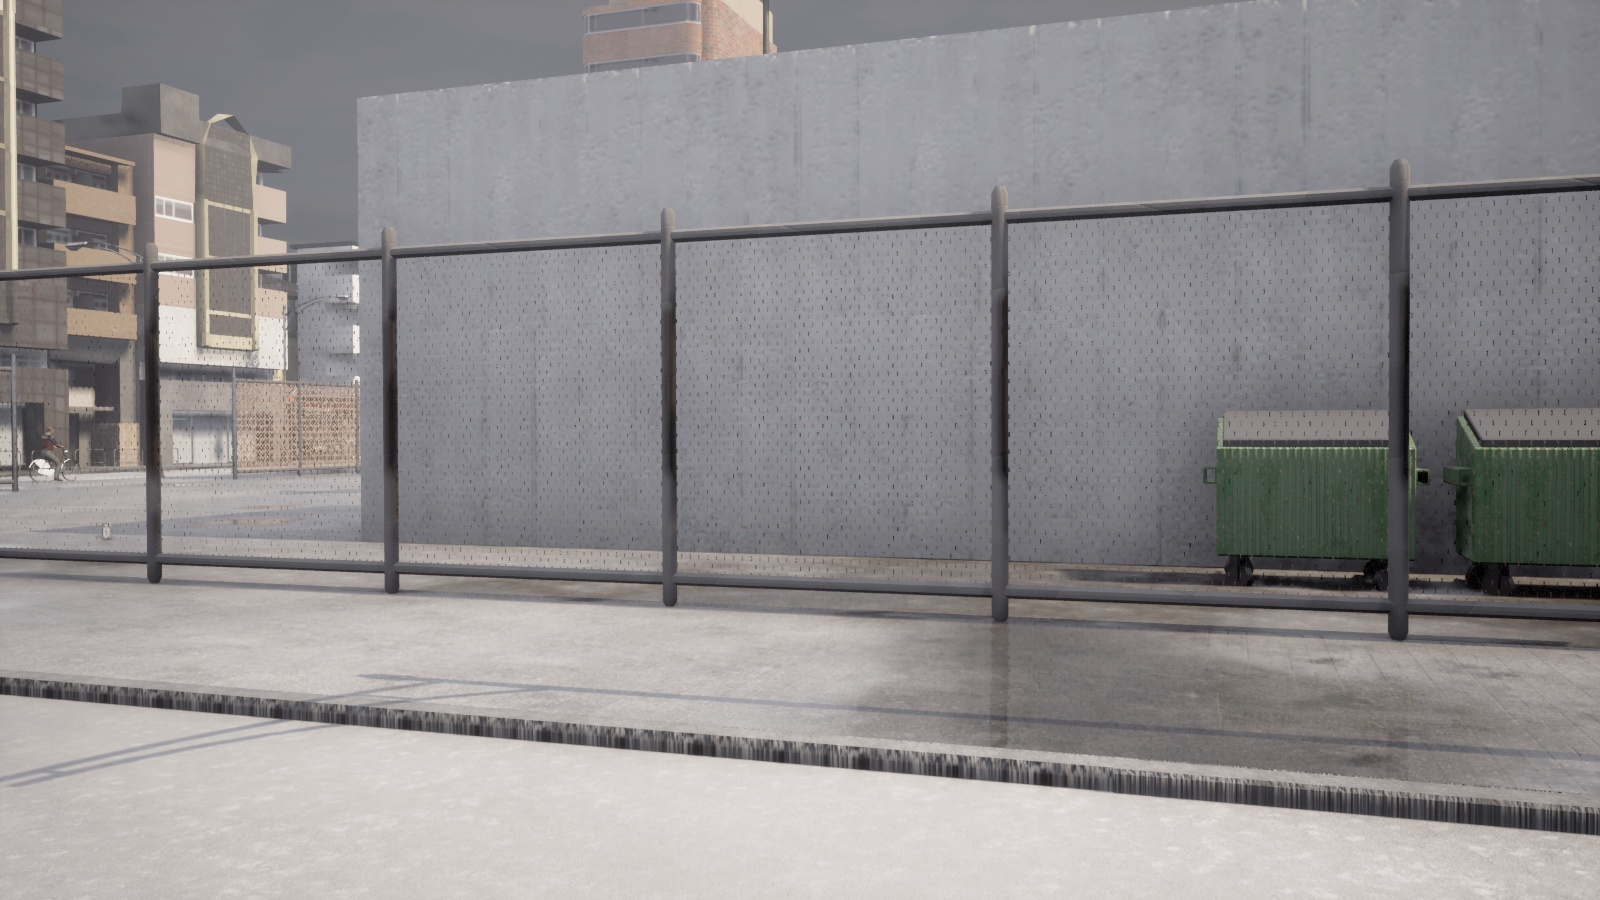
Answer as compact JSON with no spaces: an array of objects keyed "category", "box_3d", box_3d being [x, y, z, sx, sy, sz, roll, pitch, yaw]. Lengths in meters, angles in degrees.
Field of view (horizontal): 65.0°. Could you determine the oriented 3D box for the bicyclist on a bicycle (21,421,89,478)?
[{"category":"bicyclist on a bicycle","box_3d":[-23.671,-0.031,39.939,0.659,1.776,1.843,1,1,19]}]
